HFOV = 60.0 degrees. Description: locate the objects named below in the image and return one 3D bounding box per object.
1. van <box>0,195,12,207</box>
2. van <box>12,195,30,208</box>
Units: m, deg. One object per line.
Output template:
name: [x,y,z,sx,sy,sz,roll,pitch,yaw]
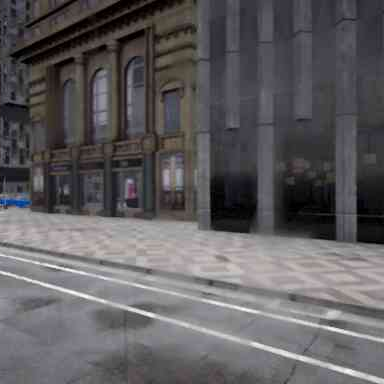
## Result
van: [-28.798,1.358,50.487,1.690,1.788,3.998,0,0,36]
van: [-21.877,1.337,45.511,1.690,1.788,3.998,0,0,36]
